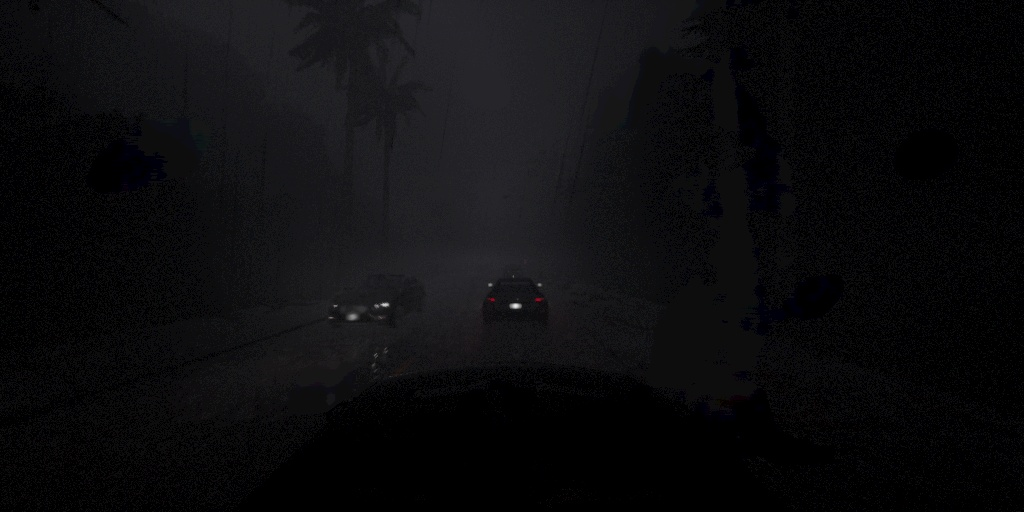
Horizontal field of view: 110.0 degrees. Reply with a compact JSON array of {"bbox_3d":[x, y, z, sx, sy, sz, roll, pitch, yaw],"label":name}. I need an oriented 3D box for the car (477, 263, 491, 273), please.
[{"bbox_3d":[-4.074,1.714,53.174,2.033,1.411,5.357,0,0,0],"label":"car"}]

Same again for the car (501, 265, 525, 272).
[{"bbox_3d":[0.105,1.506,32.547,1.837,1.490,4.892,0,0,0],"label":"car"}]

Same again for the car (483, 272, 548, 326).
[{"bbox_3d":[0.103,1.398,12.127,1.994,1.385,4.181,0,0,0],"label":"car"}]

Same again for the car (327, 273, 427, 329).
[{"bbox_3d":[-4.098,1.322,11.665,2.128,1.511,4.902,0,0,0],"label":"car"}]
